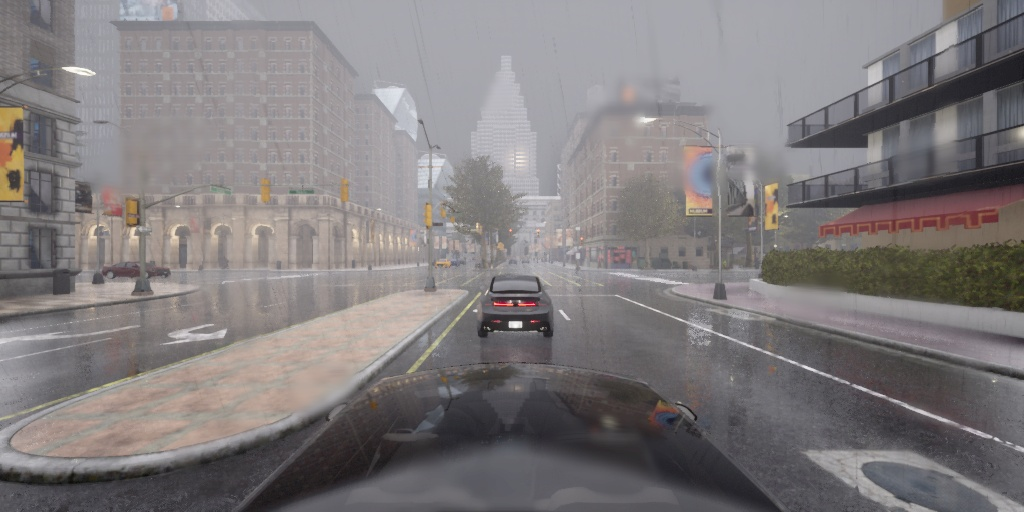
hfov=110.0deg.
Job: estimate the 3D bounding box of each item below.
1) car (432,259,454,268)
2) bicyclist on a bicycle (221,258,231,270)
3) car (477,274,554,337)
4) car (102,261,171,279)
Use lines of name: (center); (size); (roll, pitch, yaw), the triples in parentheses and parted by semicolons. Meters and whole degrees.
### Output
car: (-11.440, 1.228, 59.601); (1.882, 1.535, 5.008); (0, 0, 0)
bicyclist on a bicycle: (-37.195, 1.050, 46.688); (0.582, 1.620, 1.656); (0, 0, 0)
car: (0.097, 1.255, 10.269); (1.837, 1.490, 4.892); (0, 0, 0)
car: (-33.648, 1.228, 32.230); (5.008, 1.535, 1.882); (0, 0, 0)
